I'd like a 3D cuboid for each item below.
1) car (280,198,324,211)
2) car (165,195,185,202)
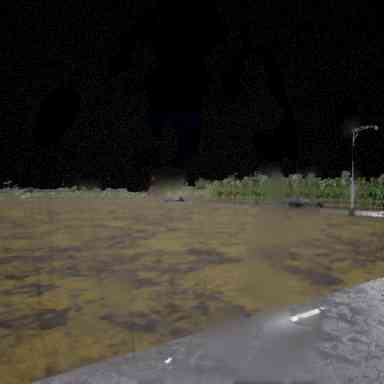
[{"bbox_3d":[12.214,1.334,37.082,1.895,1.301,4.718,2,0,-35],"label":"car"},{"bbox_3d":[-2.975,1.142,58.984,1.994,1.385,4.181,2,-1,-34],"label":"car"}]
